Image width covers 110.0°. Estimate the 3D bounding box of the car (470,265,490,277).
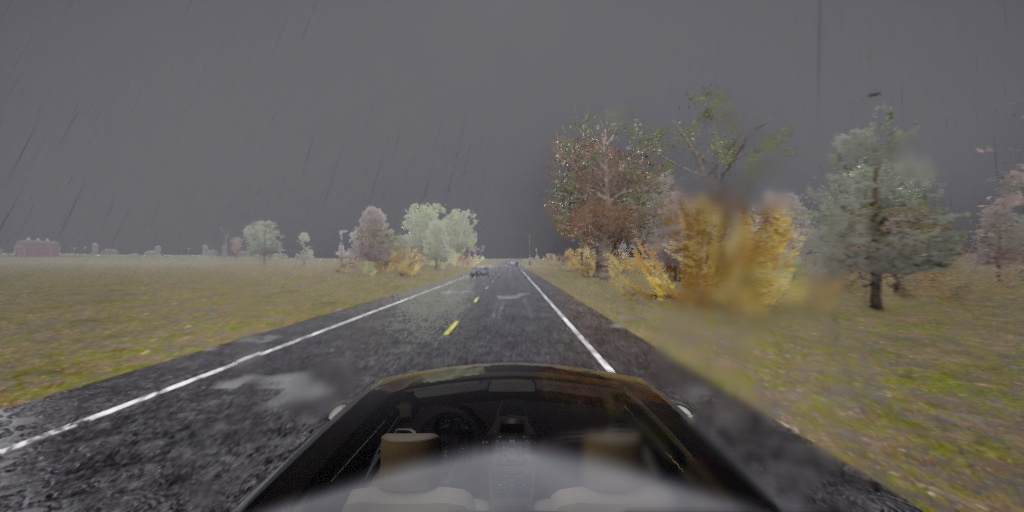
[{"bbox_3d":[-3.577,1.665,40.357,1.994,1.385,4.181,0,0,0],"label":"car"}]
